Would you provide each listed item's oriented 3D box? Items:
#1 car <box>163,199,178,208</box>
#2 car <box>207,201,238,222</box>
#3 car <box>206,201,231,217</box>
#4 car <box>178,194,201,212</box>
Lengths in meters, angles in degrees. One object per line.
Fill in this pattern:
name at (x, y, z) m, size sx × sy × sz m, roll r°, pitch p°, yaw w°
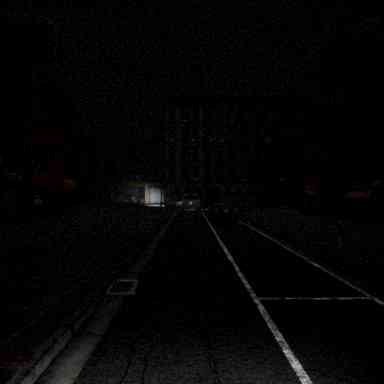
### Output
car at (-2.328, 1.625, 48.581) m, size 1.895 × 1.301 × 4.718 m, roll 1°, pitch 0°, yaw -34°
car at (2.491, 1.459, 26.375) m, size 1.967 × 1.590 × 4.097 m, roll 0°, pitch 0°, yaw 0°
car at (2.458, 1.576, 31.878) m, size 2.008 × 1.369 × 4.403 m, roll 0°, pitch 0°, yaw 0°
car at (-0.107, 1.253, 38.713) m, size 2.150 × 2.045 × 5.566 m, roll 0°, pitch 0°, yaw 0°
